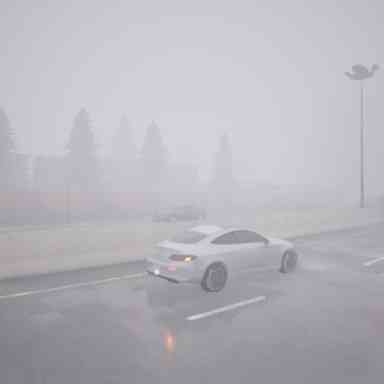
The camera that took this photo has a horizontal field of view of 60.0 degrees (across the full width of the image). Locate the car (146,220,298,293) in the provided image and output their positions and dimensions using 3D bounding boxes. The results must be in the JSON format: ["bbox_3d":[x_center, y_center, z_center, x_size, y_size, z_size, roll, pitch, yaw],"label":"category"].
[{"bbox_3d":[0.980,1.601,9.102,4.674,1.442,1.812,0,0,-39],"label":"car"}]

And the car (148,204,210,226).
[{"bbox_3d":[-0.953,1.724,26.266,4.892,1.490,1.837,1,-1,-43],"label":"car"}]

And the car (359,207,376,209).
[{"bbox_3d":[18.384,1.873,34.915,4.718,1.301,1.895,0,-1,-43],"label":"car"}]
